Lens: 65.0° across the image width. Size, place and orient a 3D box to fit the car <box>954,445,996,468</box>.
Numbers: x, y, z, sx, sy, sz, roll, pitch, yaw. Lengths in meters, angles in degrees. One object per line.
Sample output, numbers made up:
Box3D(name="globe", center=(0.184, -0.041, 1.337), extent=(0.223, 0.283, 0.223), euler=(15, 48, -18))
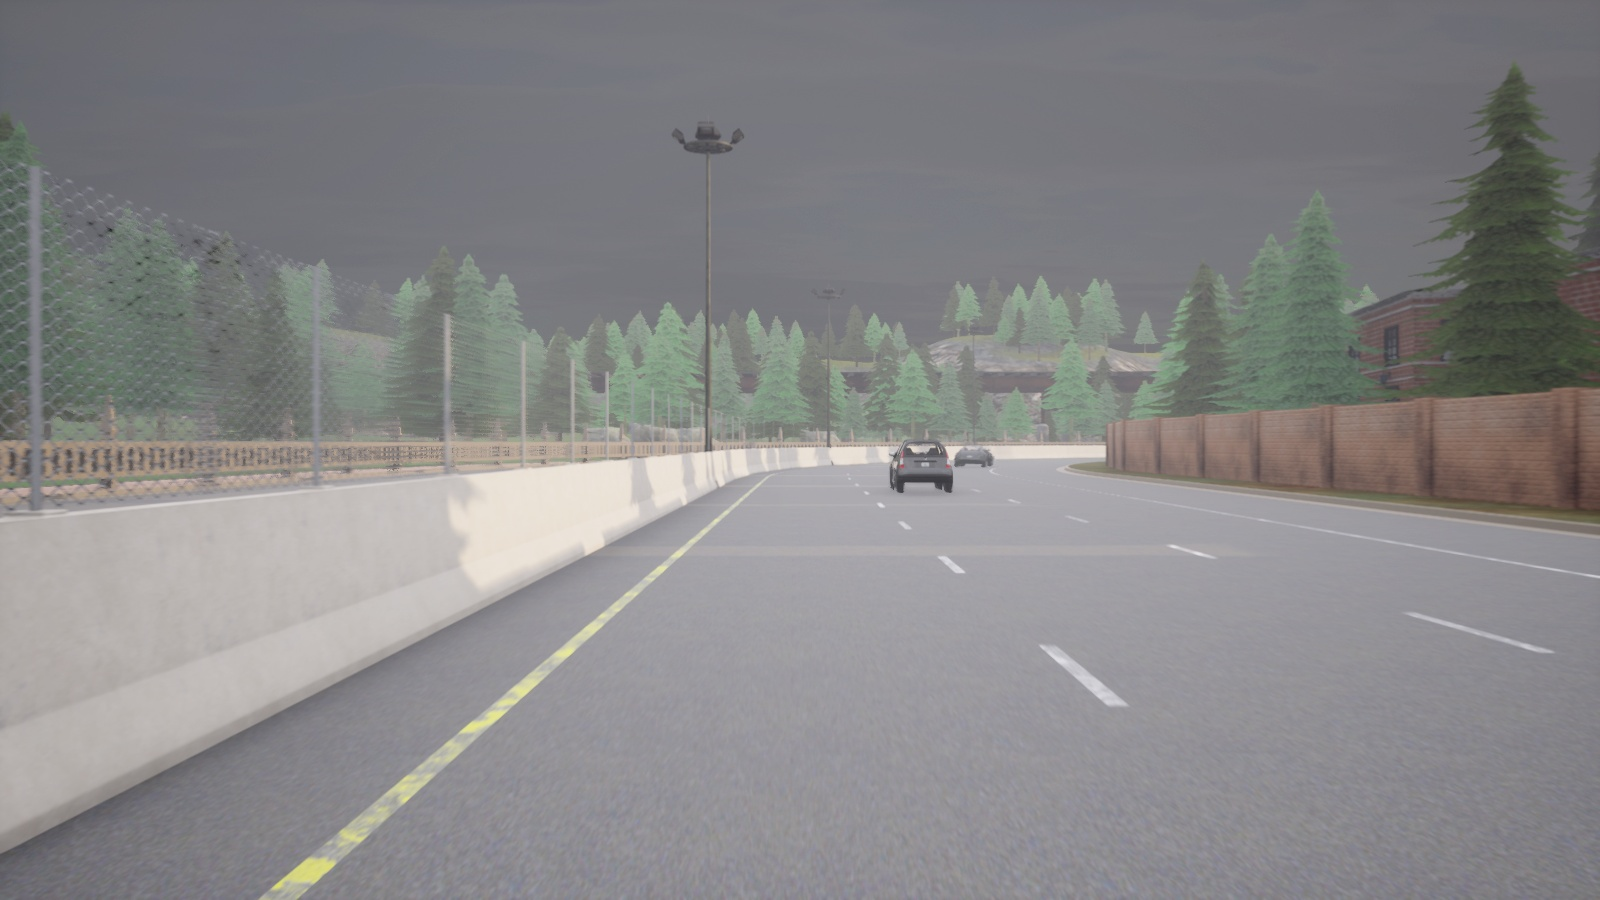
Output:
Box3D(name="car", center=(10.841, 0.390, 77.637), extent=(1.994, 1.385, 4.181), euler=(0, 0, 16))

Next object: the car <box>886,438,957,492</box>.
Box3D(name="car", center=(3.739, 0.430, 39.294), extent=(1.851, 1.617, 3.988), euler=(0, 0, 0))
